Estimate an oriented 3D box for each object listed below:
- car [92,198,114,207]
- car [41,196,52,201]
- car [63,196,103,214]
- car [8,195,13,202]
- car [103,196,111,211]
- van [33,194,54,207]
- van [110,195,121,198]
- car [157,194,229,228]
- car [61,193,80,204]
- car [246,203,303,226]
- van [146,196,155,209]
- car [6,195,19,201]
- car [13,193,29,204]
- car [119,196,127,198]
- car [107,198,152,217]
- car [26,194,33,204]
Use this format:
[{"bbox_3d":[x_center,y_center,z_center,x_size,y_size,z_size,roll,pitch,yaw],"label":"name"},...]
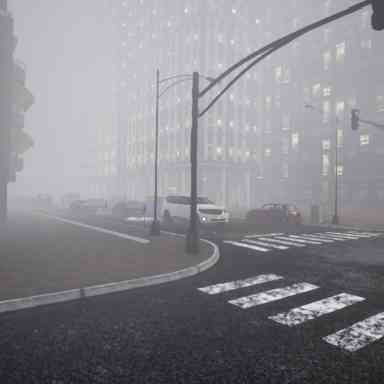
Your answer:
[{"bbox_3d":[-13.816,1.586,51.592,1.947,1.339,4.313,1,-1,-35],"label":"car"},{"bbox_3d":[-36.691,1.570,83.843,1.802,1.307,4.206,1,-1,-35],"label":"car"},{"bbox_3d":[-10.847,1.427,32.923,2.008,1.369,4.403,1,-1,-35],"label":"car"},{"bbox_3d":[-36.989,1.397,69.782,1.947,1.339,4.313,1,-1,-35],"label":"car"},{"bbox_3d":[-11.651,1.468,38.546,2.033,1.411,5.357,1,-1,-35],"label":"car"},{"bbox_3d":[-20.647,1.197,46.747,1.690,1.788,3.998,1,-1,-35],"label":"van"},{"bbox_3d":[-10.544,1.368,46.987,1.690,1.788,3.998,1,-1,-35],"label":"van"},{"bbox_3d":[0.011,1.170,22.098,2.150,2.045,5.566,1,-1,-35],"label":"car"},{"bbox_3d":[-20.456,1.182,56.316,2.150,2.045,5.566,1,-1,-35],"label":"car"},{"bbox_3d":[5.793,1.505,23.949,1.967,1.590,4.097,1,-1,-35],"label":"car"},{"bbox_3d":[-4.009,1.382,37.772,1.690,1.788,3.998,1,-1,-35],"label":"van"},{"bbox_3d":[-40.256,1.378,74.389,2.008,1.369,4.403,1,-1,-35],"label":"car"},{"bbox_3d":[-30.450,1.155,60.570,2.192,1.841,5.009,1,-1,-35],"label":"car"},{"bbox_3d":[-7.280,1.584,42.377,2.008,1.369,4.403,1,-1,-35],"label":"car"},{"bbox_3d":[-5.772,1.498,30.252,1.994,1.385,4.181,1,-1,-35],"label":"car"},{"bbox_3d":[-23.918,1.432,51.352,1.802,1.307,4.206,1,-1,-35],"label":"car"}]
